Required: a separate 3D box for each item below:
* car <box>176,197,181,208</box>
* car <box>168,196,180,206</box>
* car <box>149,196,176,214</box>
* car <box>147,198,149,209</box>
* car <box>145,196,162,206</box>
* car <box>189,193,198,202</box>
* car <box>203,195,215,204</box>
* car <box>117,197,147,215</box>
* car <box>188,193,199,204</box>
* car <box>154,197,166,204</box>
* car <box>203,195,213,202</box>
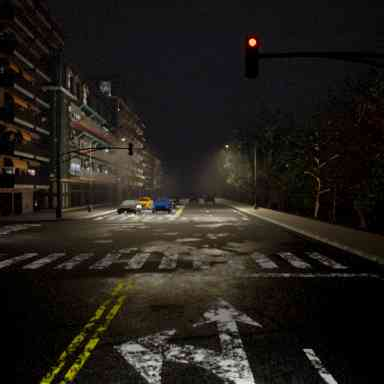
[{"bbox_3d":[-3.090,1.500,45.838,2.128,1.511,4.902,0,0,1],"label":"car"},{"bbox_3d":[-3.004,1.518,55.900,1.837,1.490,4.892,0,0,0],"label":"car"},{"bbox_3d":[-3.179,1.482,36.357,1.882,1.535,5.008,0,0,1],"label":"car"},{"bbox_3d":[-6.354,1.485,44.572,1.882,1.535,5.008,0,0,1],"label":"car"},{"bbox_3d":[-6.260,1.505,54.712,2.128,1.511,4.902,0,0,0],"label":"car"},{"bbox_3d":[0.341,1.253,76.588,2.150,2.045,5.566,0,0,0],"label":"car"},{"bbox_3d":[3.543,1.525,66.077,1.837,1.490,4.892,0,0,0],"label":"car"},{"bbox_3d":[-6.438,1.552,34.920,2.033,1.411,5.357,0,0,0],"label":"car"},{"bbox_3d":[0.382,1.507,63.209,2.128,1.511,4.902,0,0,0],"label":"car"},{"bbox_3d":[-6.212,1.620,65.036,1.895,1.301,4.718,0,0,0],"label":"car"},{"bbox_3d":[3.590,1.498,76.496,2.033,1.411,5.357,0,0,0],"label":"car"}]
